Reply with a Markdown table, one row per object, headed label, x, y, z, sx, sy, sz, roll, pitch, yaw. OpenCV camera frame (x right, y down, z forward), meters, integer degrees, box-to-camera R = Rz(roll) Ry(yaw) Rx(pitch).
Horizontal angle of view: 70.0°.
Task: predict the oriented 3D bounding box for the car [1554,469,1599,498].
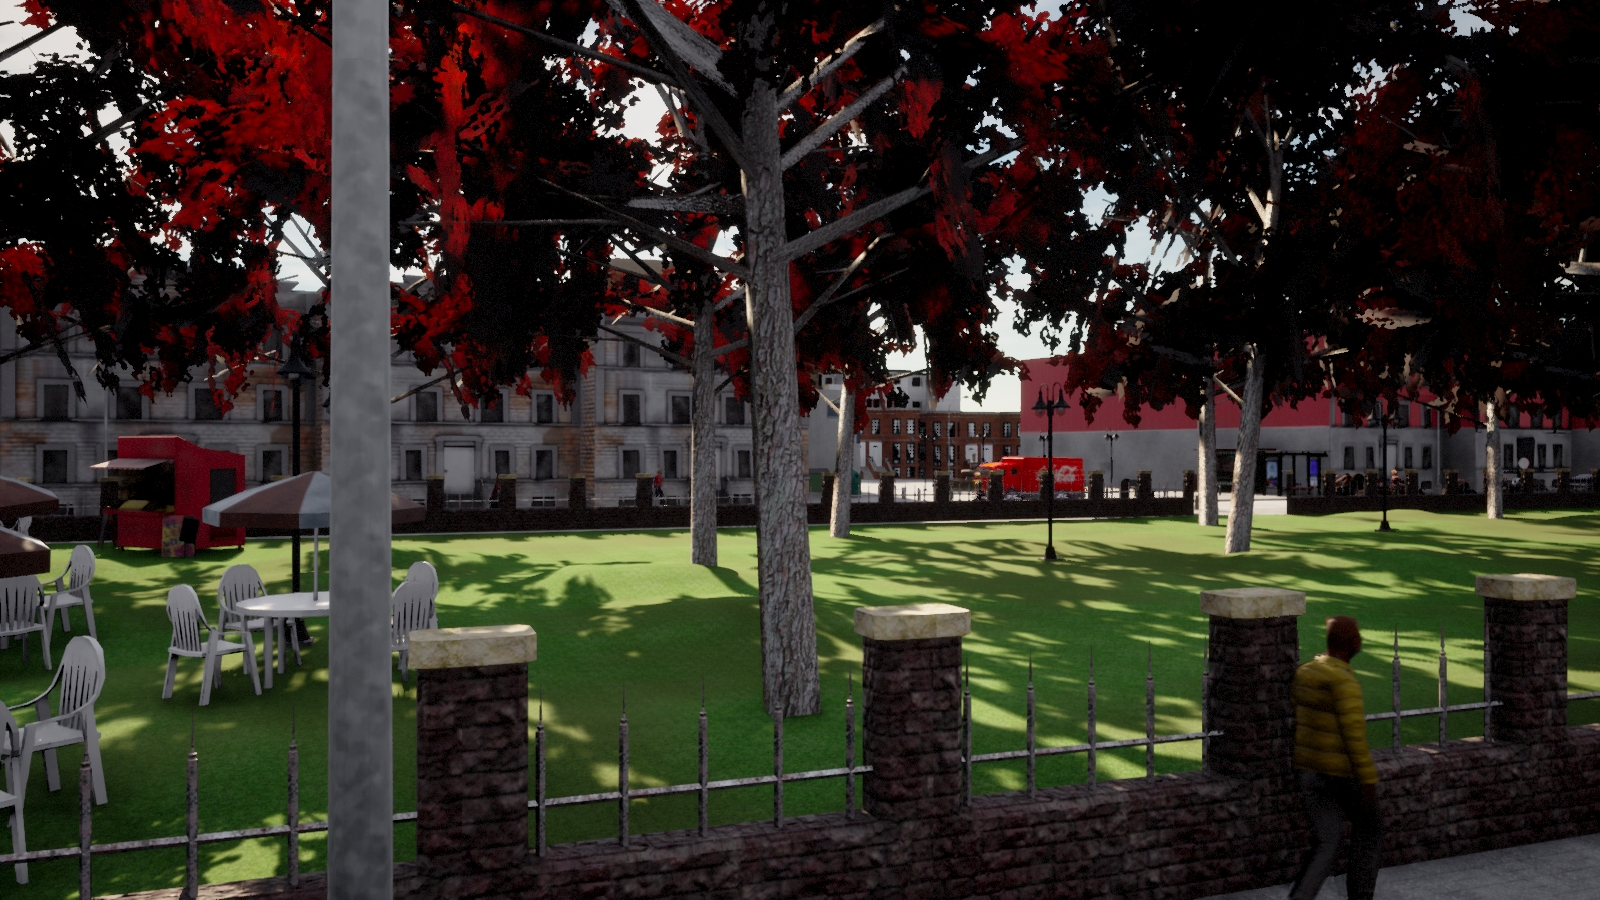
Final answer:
| label | x | y | z | sx | sy | sz | roll | pitch | yaw |
| --- | --- | --- | --- | --- | --- | --- | --- | --- | --- |
| car | 45.110 | 1.853 | 64.184 | 4.902 | 1.511 | 2.128 | 0 | 0 | -20 |

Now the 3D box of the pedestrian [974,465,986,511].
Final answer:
| label | x | y | z | sx | sy | sz | roll | pitch | yaw |
| --- | --- | --- | --- | --- | --- | --- | --- | --- | --- |
| pedestrian | 7.275 | 1.532 | 46.197 | 0.375 | 1.860 | 0.375 | 0 | 0 | -17 |

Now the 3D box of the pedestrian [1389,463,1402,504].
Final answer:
| label | x | y | z | sx | sy | sz | roll | pitch | yaw |
| --- | --- | --- | --- | --- | --- | --- | --- | --- | --- |
| pedestrian | 27.451 | 1.542 | 52.655 | 0.375 | 1.860 | 0.375 | 0 | 0 | -21 |

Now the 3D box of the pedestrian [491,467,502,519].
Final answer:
| label | x | y | z | sx | sy | sz | roll | pitch | yaw |
| --- | --- | --- | --- | --- | --- | --- | --- | --- | --- |
| pedestrian | -10.843 | 1.526 | 40.857 | 0.375 | 1.860 | 0.375 | 0 | 0 | -16 |

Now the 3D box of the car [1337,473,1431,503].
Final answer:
| label | x | y | z | sx | sy | sz | roll | pitch | yaw |
| --- | --- | --- | --- | --- | --- | --- | --- | --- | --- |
| car | 29.992 | 1.930 | 58.701 | 4.181 | 1.385 | 1.994 | -1 | 0 | -20 |

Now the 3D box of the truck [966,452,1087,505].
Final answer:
| label | x | y | z | sx | sy | sz | roll | pitch | yaw |
| --- | --- | --- | --- | --- | --- | --- | --- | --- | --- |
| truck | 11.113 | 1.360 | 56.076 | 5.204 | 2.467 | 2.627 | 0 | 0 | -20 |

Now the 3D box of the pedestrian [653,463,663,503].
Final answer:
| label | x | y | z | sx | sy | sz | roll | pitch | yaw |
| --- | --- | --- | --- | --- | --- | --- | --- | --- | --- |
| pedestrian | -6.618 | 1.530 | 53.332 | 0.375 | 1.860 | 0.375 | 0 | 0 | -20 |

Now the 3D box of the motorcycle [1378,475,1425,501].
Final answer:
| label | x | y | z | sx | sy | sz | roll | pitch | yaw |
| --- | --- | --- | --- | --- | --- | --- | --- | --- | --- |
| motorcycle | 31.146 | 1.969 | 59.123 | 2.356 | 1.277 | 0.764 | 0 | 0 | -20 |

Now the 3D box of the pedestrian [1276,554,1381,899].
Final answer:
| label | x | y | z | sx | sy | sz | roll | pitch | yaw |
| --- | --- | --- | --- | --- | --- | --- | --- | --- | --- |
| pedestrian | 2.933 | 1.527 | 6.349 | 0.375 | 1.860 | 0.375 | 0 | 0 | -20 |

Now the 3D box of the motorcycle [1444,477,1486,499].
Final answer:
| label | x | y | z | sx | sy | sz | roll | pitch | yaw |
| --- | --- | --- | --- | --- | --- | --- | --- | --- | --- |
| motorcycle | 35.288 | 2.013 | 60.642 | 2.033 | 1.145 | 0.803 | 0 | 0 | -20 |
